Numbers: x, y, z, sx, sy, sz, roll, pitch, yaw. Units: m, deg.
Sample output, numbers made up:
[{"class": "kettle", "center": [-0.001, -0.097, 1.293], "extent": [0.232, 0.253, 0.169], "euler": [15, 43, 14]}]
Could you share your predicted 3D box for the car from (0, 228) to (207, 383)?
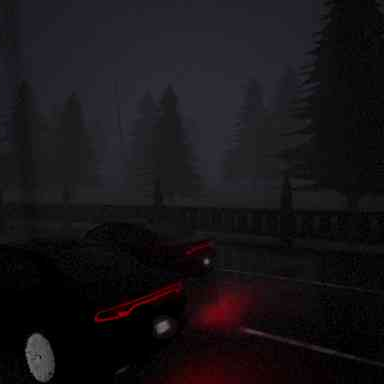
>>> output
[{"class": "car", "center": [-2.430, 1.471, 5.348], "extent": [5.008, 1.535, 1.882], "euler": [0, 0, 33]}]

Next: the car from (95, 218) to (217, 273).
[{"class": "car", "center": [-1.763, 1.462, 9.034], "extent": [5.008, 1.535, 1.882], "euler": [0, 0, 32]}]
